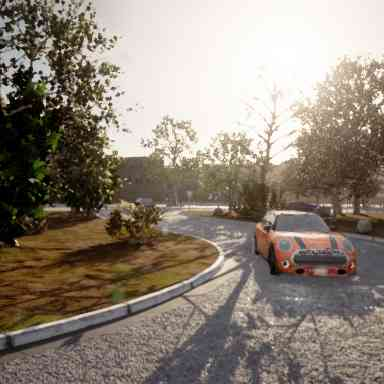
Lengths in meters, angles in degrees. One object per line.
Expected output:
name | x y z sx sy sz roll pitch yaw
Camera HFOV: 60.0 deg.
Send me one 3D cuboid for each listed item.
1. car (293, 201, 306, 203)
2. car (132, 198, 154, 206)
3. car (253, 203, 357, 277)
car | 14.323 1.926 44.028 5.008 1.535 1.882 1 0 -2
car | -6.218 1.501 41.374 2.097 1.767 4.553 1 0 -27
car | 3.241 1.385 10.352 2.097 1.767 4.553 0 -1 2
